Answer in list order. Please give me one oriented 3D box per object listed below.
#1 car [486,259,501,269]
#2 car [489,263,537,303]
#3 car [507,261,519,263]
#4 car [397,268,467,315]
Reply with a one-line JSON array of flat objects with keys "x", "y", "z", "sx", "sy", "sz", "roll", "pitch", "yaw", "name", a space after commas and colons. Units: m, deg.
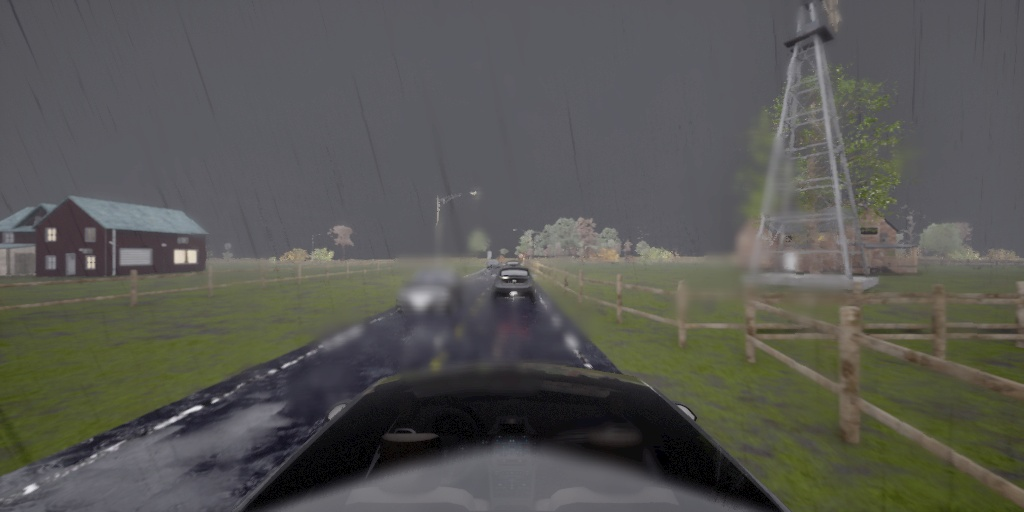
[{"x": -2.801, "y": 1.226, "z": 54.122, "sx": 1.837, "sy": 1.490, "sz": 4.892, "roll": 0, "pitch": 0, "yaw": 0, "name": "car"}, {"x": 0.103, "y": 1.249, "z": 16.664, "sx": 1.837, "sy": 1.490, "sz": 4.892, "roll": 0, "pitch": 0, "yaw": 0, "name": "car"}, {"x": 0.112, "y": 1.237, "z": 39.084, "sx": 1.837, "sy": 1.490, "sz": 4.892, "roll": 0, "pitch": 0, "yaw": 0, "name": "car"}, {"x": -2.846, "y": 1.237, "z": 13.562, "sx": 2.128, "sy": 1.511, "sz": 4.902, "roll": 0, "pitch": 0, "yaw": 0, "name": "car"}]
